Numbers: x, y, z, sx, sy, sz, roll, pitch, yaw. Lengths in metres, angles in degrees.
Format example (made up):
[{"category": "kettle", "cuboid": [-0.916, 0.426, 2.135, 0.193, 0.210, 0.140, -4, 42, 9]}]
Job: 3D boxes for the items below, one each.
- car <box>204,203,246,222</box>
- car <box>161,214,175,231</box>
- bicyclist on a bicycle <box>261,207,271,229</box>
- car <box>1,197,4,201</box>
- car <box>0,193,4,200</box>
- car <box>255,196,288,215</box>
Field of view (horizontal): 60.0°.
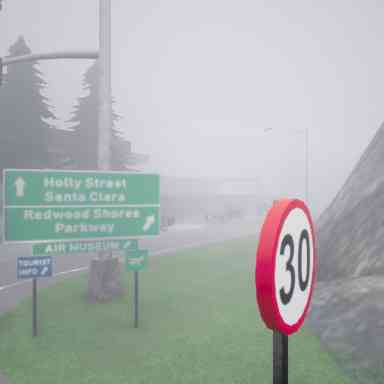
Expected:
[{"category": "car", "cuboid": [2.871, 1.683, 28.321, 2.128, 1.511, 4.902, 0, 0, 36]}, {"category": "car", "cuboid": [-3.176, 1.792, 20.067, 1.895, 1.301, 4.718, 0, 0, 36]}, {"category": "bicyclist on a bicycle", "cuboid": [4.641, 1.643, 18.728, 1.656, 1.620, 0.582, 0, 0, 36]}, {"category": "car", "cuboid": [-12.297, 1.505, 26.109, 1.905, 1.878, 3.866, 0, 0, 35]}, {"category": "car", "cuboid": [-38.345, 1.489, 70.143, 4.514, 1.523, 2.007, 0, 0, 35]}, {"category": "car", "cuboid": [9.029, 1.414, 36.708, 2.150, 2.045, 5.566, 0, 0, 36]}]
